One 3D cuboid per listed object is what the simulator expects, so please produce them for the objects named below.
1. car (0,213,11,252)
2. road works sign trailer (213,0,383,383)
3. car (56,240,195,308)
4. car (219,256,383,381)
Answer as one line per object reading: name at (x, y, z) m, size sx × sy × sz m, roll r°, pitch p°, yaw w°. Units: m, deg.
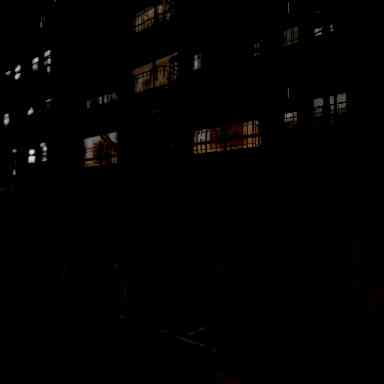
car at (-10.561, 1.875, 16.022) m, size 5.009 × 1.841 × 2.192 m, roll -1°, pitch -4°, yaw 40°
road works sign trailer at (1.360, 0.622, 2.620) m, size 2.880 × 3.560 × 2.380 m, roll -1°, pitch -3°, yaw 40°
car at (-1.918, 1.934, 8.780) m, size 4.403 × 1.369 × 2.008 m, roll -1°, pitch -4°, yaw 40°
car at (2.407, 1.735, 5.171) m, size 4.097 × 1.590 × 1.967 m, roll -1°, pitch -4°, yaw 40°
